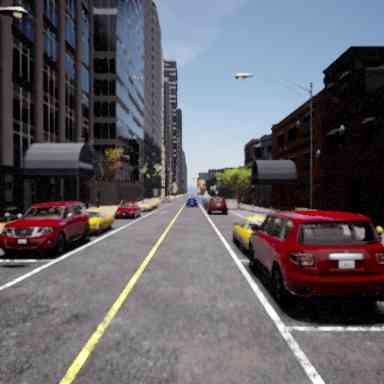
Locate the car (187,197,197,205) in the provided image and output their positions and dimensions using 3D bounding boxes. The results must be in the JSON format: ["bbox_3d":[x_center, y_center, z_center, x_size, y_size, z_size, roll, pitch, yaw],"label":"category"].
[{"bbox_3d":[-0.007,1.665,63.943,1.882,1.535,5.008,0,0,0],"label":"car"}]

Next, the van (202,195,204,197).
[{"bbox_3d":[2.668,1.525,63.476,1.690,1.788,3.998,-1,0,0],"label":"van"}]

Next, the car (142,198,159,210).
[{"bbox_3d":[-5.708,1.661,46.713,1.752,1.417,4.829,-1,0,0],"label":"car"}]

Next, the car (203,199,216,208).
[{"bbox_3d":[2.673,1.734,52.406,1.802,1.307,4.206,-1,0,0],"label":"car"}]

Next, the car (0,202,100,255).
[{"bbox_3d":[-5.706,1.355,13.675,2.192,1.841,5.009,-1,0,0],"label":"car"}]

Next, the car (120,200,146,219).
[{"bbox_3d":[-5.705,1.633,30.279,1.887,1.381,4.507,-1,0,0],"label":"car"}]

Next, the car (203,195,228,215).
[{"bbox_3d":[2.671,1.419,35.804,2.192,1.841,5.009,-1,0,0],"label":"car"}]

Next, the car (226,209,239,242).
[{"bbox_3d":[2.677,1.566,13.835,1.752,1.417,4.829,-1,0,0],"label":"car"}]

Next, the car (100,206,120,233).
[{"bbox_3d":[-5.704,1.581,19.039,1.752,1.417,4.829,-1,0,0],"label":"car"}]

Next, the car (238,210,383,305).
[{"bbox_3d":[2.674,1.339,8.131,2.192,1.841,5.009,-1,0,0],"label":"car"}]

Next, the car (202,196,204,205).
[{"bbox_3d":[2.673,1.702,46.872,1.947,1.339,4.313,-1,0,0],"label":"car"}]

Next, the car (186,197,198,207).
[{"bbox_3d":[-0.006,1.633,53.657,1.882,1.535,5.008,0,0,0],"label":"car"}]

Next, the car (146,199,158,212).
[{"bbox_3d":[-5.707,1.645,41.178,1.752,1.417,4.829,-1,0,0],"label":"car"}]

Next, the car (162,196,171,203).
[{"bbox_3d":[-5.712,1.656,74.558,1.967,1.590,4.097,-1,0,0],"label":"car"}]
